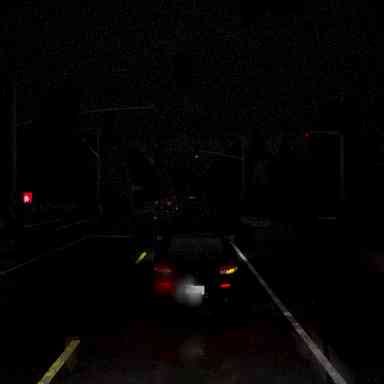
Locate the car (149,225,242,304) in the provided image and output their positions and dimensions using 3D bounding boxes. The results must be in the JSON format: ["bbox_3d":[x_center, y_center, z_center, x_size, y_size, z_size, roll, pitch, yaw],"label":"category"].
[{"bbox_3d":[0.080,1.526,8.028,1.812,1.442,4.674,0,0,0],"label":"car"}]

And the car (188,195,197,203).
[{"bbox_3d":[0.090,1.596,70.712,1.895,1.301,4.718,0,0,0],"label":"car"}]

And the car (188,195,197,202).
[{"bbox_3d":[0.078,1.525,80.822,2.128,1.511,4.902,0,0,0],"label":"car"}]

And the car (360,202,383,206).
[{"bbox_3d":[15.566,1.528,28.590,5.357,1.411,2.033,0,0,-6],"label":"car"}]

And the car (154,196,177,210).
[{"bbox_3d":[-3.551,1.352,42.326,2.097,1.767,4.553,0,0,2],"label":"car"}]
